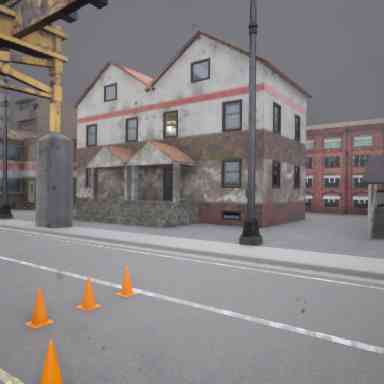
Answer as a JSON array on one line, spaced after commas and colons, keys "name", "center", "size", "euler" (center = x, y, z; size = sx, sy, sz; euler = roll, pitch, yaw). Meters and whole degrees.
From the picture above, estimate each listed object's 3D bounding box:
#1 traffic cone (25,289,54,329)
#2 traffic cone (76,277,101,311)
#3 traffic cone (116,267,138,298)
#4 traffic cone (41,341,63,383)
[{"name": "traffic cone", "center": [-2.595, 1.949, 5.664], "size": [0.340, 0.580, 0.340], "euler": [0, 0, 36]}, {"name": "traffic cone", "center": [-2.011, 1.949, 6.475], "size": [0.340, 0.580, 0.340], "euler": [0, 0, 36]}, {"name": "traffic cone", "center": [-1.426, 1.949, 7.286], "size": [0.340, 0.580, 0.340], "euler": [0, 0, 36]}, {"name": "traffic cone", "center": [-1.558, 1.952, 3.683], "size": [0.340, 0.580, 0.340], "euler": [0, 0, 36]}]
